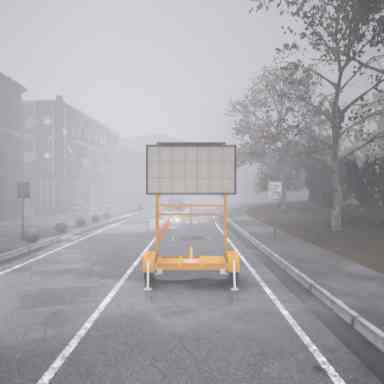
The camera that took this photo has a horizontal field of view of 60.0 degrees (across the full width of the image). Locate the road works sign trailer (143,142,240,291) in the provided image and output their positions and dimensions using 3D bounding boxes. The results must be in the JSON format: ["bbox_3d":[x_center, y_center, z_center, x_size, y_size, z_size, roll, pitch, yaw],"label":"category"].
[{"bbox_3d":[-0.021,0.470,9.014,2.380,3.560,2.880,0,0,0],"label":"road works sign trailer"}]

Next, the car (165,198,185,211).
[{"bbox_3d":[-2.088,1.515,41.132,2.128,1.511,4.902,0,0,7],"label":"car"}]
